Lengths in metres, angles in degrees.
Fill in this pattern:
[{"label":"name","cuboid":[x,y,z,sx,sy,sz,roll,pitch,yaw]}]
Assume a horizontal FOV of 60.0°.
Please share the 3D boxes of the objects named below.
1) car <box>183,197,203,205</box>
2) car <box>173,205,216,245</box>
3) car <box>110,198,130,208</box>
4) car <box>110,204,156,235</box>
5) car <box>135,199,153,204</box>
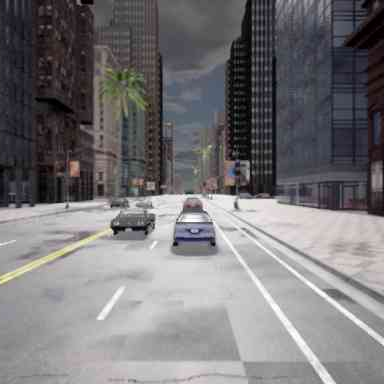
[{"label":"car","cuboid":[0.089,1.355,35.490,2.097,1.767,4.553,0,0,0]},{"label":"car","cuboid":[0.097,1.547,15.421,2.033,1.411,5.357,0,0,0]},{"label":"car","cuboid":[-9.849,1.551,45.784,2.033,1.411,5.357,0,0,0]},{"label":"car","cuboid":[-3.156,1.601,18.854,1.895,1.301,4.718,0,0,0]},{"label":"car","cuboid":[-6.599,1.605,45.833,1.895,1.301,4.718,0,0,0]}]
